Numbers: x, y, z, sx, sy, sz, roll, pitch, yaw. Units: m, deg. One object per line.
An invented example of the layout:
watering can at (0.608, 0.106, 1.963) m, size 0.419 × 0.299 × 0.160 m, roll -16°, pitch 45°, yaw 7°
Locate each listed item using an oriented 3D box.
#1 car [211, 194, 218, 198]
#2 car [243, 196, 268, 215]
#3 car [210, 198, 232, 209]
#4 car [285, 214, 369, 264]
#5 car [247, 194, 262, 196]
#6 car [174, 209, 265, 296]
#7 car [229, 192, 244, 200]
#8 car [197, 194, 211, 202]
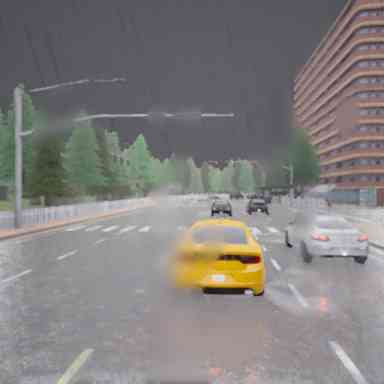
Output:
car at (5.156, 1.237, 81.627) m, size 1.812 × 1.442 × 4.674 m, roll 0°, pitch 0°, yaw 21°
car at (6.444, 1.430, 33.113) m, size 1.837 × 1.490 × 4.892 m, roll 0°, pitch 0°, yaw 5°
car at (2.807, 1.516, 31.733) m, size 1.895 × 1.301 × 4.718 m, roll 0°, pitch 0°, yaw 5°
car at (4.522, 1.490, 11.688) m, size 1.812 × 1.442 × 4.674 m, roll 0°, pitch 0°, yaw 5°
car at (15.915, 1.234, 87.132) m, size 2.128 × 1.511 × 4.902 m, roll 0°, pitch 0°, yaw 35°
car at (0.723, 1.447, 8.679) m, size 1.882 × 1.535 × 5.008 m, roll 0°, pitch 0°, yaw 5°
car at (11.699, 0.928, 87.083) m, size 2.150 × 2.045 × 5.566 m, roll 0°, pitch 0°, yaw 31°
car at (2.219, 1.291, 65.968) m, size 1.812 × 1.442 × 4.674 m, roll 0°, pitch 0°, yaw 6°
